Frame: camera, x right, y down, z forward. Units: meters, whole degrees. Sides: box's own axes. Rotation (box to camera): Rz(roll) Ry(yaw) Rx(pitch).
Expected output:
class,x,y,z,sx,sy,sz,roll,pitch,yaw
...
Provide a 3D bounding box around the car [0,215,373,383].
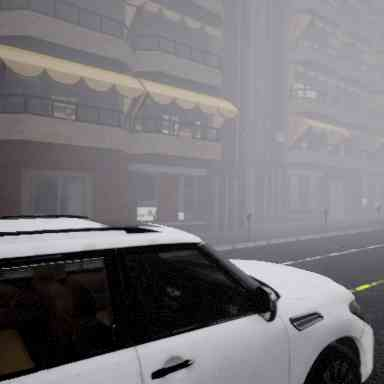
class,x,y,z,sx,sy,sz,roll,pitch,yaw
car,-0.799,1.224,2.711,5.566,2.045,2.150,0,0,-36
